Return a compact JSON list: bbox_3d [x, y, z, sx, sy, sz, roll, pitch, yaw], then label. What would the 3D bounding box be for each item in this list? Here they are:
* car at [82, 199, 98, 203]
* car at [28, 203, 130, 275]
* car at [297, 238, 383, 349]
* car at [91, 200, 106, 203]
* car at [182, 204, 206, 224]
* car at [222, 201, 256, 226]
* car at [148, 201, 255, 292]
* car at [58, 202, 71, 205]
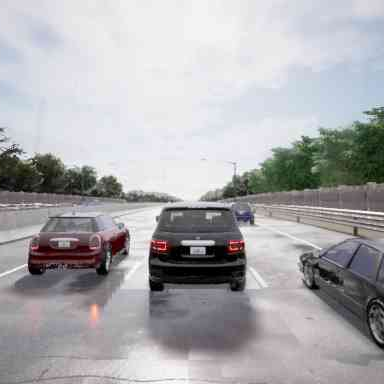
[{"bbox_3d":[-17.361,2.263,57.071,2.150,2.045,5.566,0,-2,1],"label":"car"},{"bbox_3d":[-3.367,1.408,10.805,2.097,1.767,4.553,0,-1,-1],"label":"car"},{"bbox_3d":[3.612,1.569,6.156,2.033,1.411,5.357,0,0,1],"label":"car"},{"bbox_3d":[-13.912,2.406,52.899,1.882,1.535,5.008,0,-2,1],"label":"car"},{"bbox_3d":[0.178,1.808,28.384,1.882,1.535,5.008,0,-1,0],"label":"car"},{"bbox_3d":[3.673,1.651,26.939,2.097,1.767,4.553,0,-1,0],"label":"car"},{"bbox_3d":[0.125,1.264,9.208,2.150,2.045,5.566,0,0,0],"label":"car"},{"bbox_3d":[-20.896,2.444,54.380,1.882,1.535,5.008,0,-2,1],"label":"car"}]
